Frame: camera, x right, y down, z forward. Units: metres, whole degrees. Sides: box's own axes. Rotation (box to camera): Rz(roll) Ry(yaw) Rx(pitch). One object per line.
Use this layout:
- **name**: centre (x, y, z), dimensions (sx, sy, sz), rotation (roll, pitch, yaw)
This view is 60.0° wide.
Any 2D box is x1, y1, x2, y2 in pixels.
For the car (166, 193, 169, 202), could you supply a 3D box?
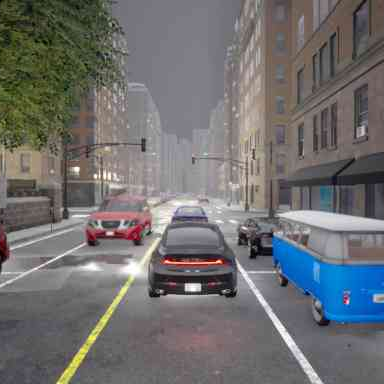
- **car**: centre (-6.185, 1.514, 66.716), dimensions (1.887, 1.381, 4.507), rotation (0, 0, 0)

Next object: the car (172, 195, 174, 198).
- **car**: centre (-6.313, 1.289, 83.068), dimensions (2.192, 1.841, 5.009), rotation (0, 0, 0)

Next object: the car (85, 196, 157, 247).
- **car**: centre (-3.114, 1.219, 15.314), dimensions (2.150, 2.045, 5.566), rotation (0, 0, 0)

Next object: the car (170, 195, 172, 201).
- **car**: centre (-6.270, 1.522, 77.617), dimensions (2.008, 1.369, 4.403), rotation (0, 0, 0)

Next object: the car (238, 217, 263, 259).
- **car**: centre (2.765, 1.563, 12.443), dimensions (1.947, 1.339, 4.313), rotation (0, 0, 0)

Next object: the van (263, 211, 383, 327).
- **van**: centre (2.808, 1.340, 6.783), dimensions (1.690, 1.788, 3.998), rotation (0, 0, 0)

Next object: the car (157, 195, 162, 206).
- **car**: centre (-6.056, 1.498, 50.194), dimensions (1.752, 1.417, 4.829), rotation (0, 0, 0)

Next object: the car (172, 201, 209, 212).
- **car**: centre (-0.103, 1.472, 18.020), dimensions (1.882, 1.535, 5.008), rotation (0, 0, 0)

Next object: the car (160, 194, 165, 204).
- **car**: centre (-6.099, 1.521, 55.814), dimensions (2.008, 1.369, 4.403), rotation (0, 0, 0)

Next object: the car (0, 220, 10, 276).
- **car**: centre (-5.716, 1.314, 6.676), dimensions (2.192, 1.841, 5.009), rotation (0, 0, 0)

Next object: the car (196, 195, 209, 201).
- **car**: centre (2.339, 1.409, 66.818), dimensions (1.967, 1.590, 4.097), rotation (0, 0, 0)

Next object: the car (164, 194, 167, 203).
- **car**: centre (-6.142, 1.514, 61.265), dimensions (1.887, 1.381, 4.507), rotation (0, 0, 0)

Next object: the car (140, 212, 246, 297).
- **car**: centre (0.009, 1.503, 8.525), dimensions (1.837, 1.490, 4.892), rotation (0, 0, 0)
